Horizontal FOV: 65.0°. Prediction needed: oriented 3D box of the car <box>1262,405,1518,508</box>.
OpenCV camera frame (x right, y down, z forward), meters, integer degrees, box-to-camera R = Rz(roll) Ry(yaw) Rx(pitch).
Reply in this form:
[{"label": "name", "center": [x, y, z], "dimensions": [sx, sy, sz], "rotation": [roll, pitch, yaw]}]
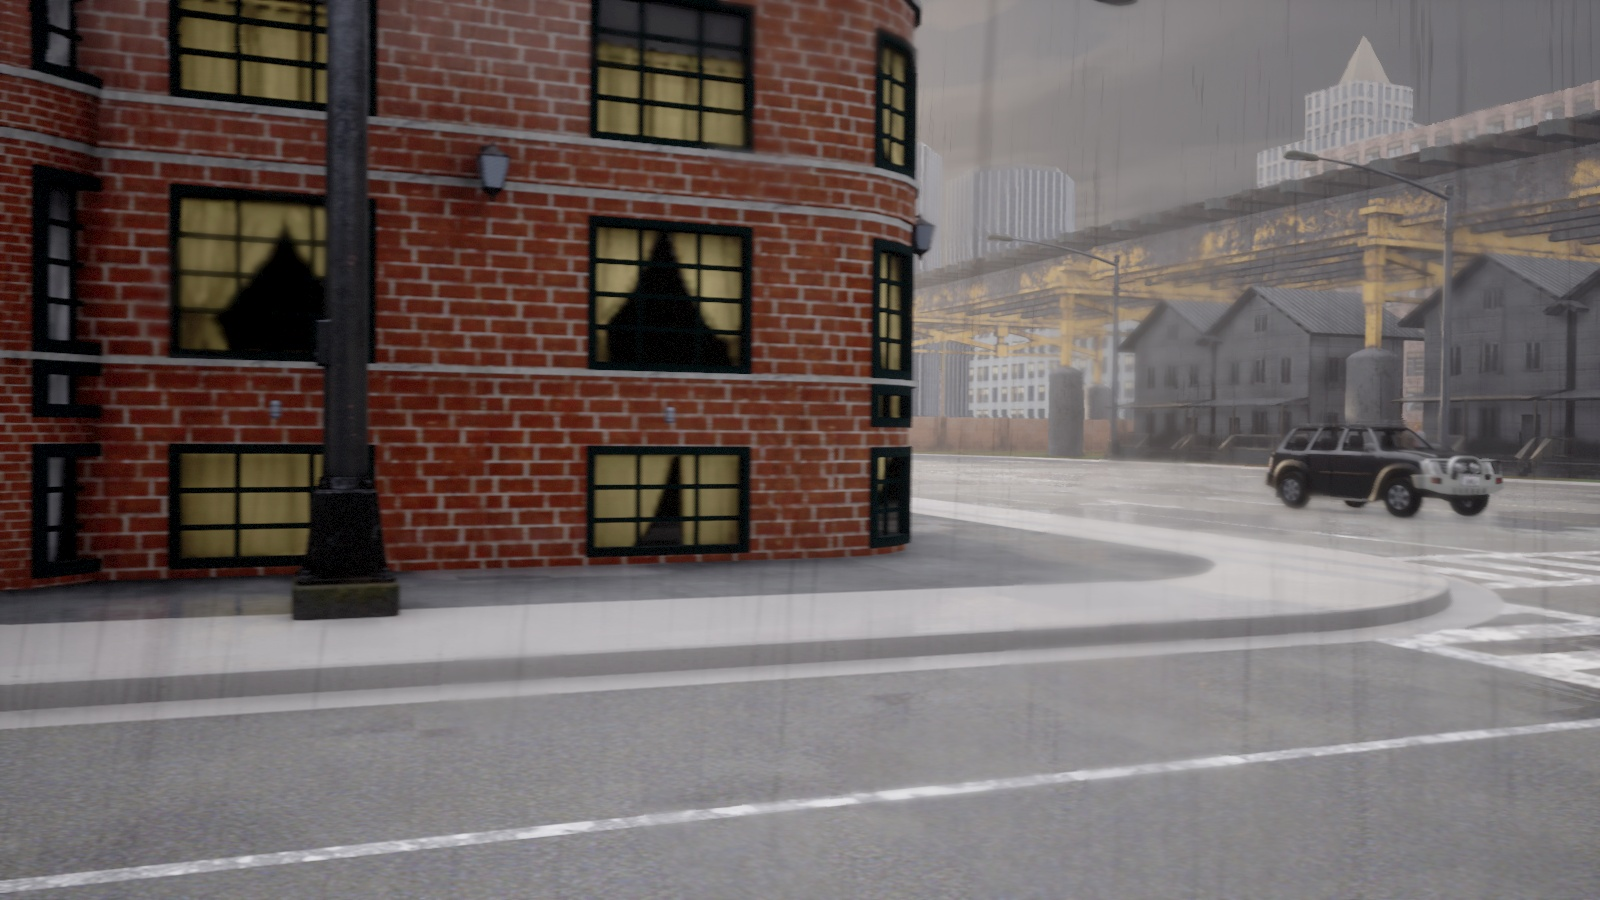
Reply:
[{"label": "car", "center": [11.672, 0.077, 25.232], "dimensions": [1.932, 1.855, 4.605], "rotation": [-1, 1, -20]}]
